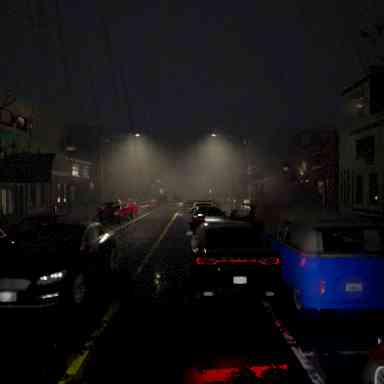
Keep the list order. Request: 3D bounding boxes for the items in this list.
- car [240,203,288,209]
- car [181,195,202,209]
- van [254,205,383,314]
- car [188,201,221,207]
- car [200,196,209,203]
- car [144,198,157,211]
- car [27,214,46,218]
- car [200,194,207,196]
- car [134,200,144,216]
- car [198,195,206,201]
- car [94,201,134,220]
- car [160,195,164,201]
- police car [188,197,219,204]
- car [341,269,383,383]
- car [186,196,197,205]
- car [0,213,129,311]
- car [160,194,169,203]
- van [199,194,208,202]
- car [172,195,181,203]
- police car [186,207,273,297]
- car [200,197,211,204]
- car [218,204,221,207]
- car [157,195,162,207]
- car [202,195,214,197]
[{"bbox_3d":[2.660,1.312,12.897,2.192,1.841,5.009,-1,0,0],"label":"car"},{"bbox_3d":[-0.068,1.480,46.121,2.128,1.511,4.902,0,0,0],"label":"car"},{"bbox_3d":[2.671,1.340,7.349,1.690,1.788,3.998,-1,0,0],"label":"van"},{"bbox_3d":[0.862,1.501,18.623,1.837,1.490,4.892,0,0,0],"label":"car"},{"bbox_3d":[2.547,1.507,68.550,1.752,1.417,4.829,-1,0,0],"label":"car"},{"bbox_3d":[-5.776,1.572,40.619,1.802,1.307,4.206,-1,0,0],"label":"car"},{"bbox_3d":[-5.719,1.542,12.878,1.887,1.381,4.507,-1,0,0],"label":"car"},{"bbox_3d":[2.579,1.302,51.736,2.192,1.841,5.009,-1,0,0],"label":"car"},{"bbox_3d":[-5.753,1.538,29.523,1.887,1.381,4.507,-1,0,0],"label":"car"},{"bbox_3d":[2.512,1.501,85.196,1.752,1.417,4.829,-1,0,0],"label":"car"},{"bbox_3d":[-5.743,1.435,23.974,1.967,1.590,4.097,-1,0,0],"label":"car"},{"bbox_3d":[-5.799,1.569,51.716,1.802,1.307,4.206,-1,0,0],"label":"car"},{"bbox_3d":[0.849,1.420,24.734,1.930,1.638,5.238,0,0,0],"label":"police car"},{"bbox_3d":[2.685,1.582,1.801,1.802,1.307,4.206,-1,0,0],"label":"car"},{"bbox_3d":[-0.124,1.462,60.240,1.882,1.535,5.008,0,0,0],"label":"car"},{"bbox_3d":[-3.116,1.490,8.021,2.128,1.511,4.902,0,0,0],"label":"car"},{"bbox_3d":[-5.835,1.297,68.361,2.192,1.841,5.009,-1,0,0],"label":"car"},{"bbox_3d":[2.534,1.321,73.929,1.690,1.788,3.998,-1,0,0],"label":"van"},{"bbox_3d":[-3.145,1.333,70.597,2.097,1.767,4.553,0,0,0],"label":"car"},{"bbox_3d":[0.883,1.423,8.733,1.930,1.638,5.238,0,0,0],"label":"police car"},{"bbox_3d":[2.559,1.565,62.832,1.802,1.307,4.206,-1,0,0],"label":"car"},{"bbox_3d":[2.650,1.578,18.446,1.802,1.307,4.206,-1,0,0],"label":"car"},{"bbox_3d":[-5.788,1.539,46.167,2.008,1.369,4.403,-1,0,0],"label":"car"},{"bbox_3d":[2.593,1.514,46.356,1.752,1.417,4.829,-1,0,0],"label":"car"}]
